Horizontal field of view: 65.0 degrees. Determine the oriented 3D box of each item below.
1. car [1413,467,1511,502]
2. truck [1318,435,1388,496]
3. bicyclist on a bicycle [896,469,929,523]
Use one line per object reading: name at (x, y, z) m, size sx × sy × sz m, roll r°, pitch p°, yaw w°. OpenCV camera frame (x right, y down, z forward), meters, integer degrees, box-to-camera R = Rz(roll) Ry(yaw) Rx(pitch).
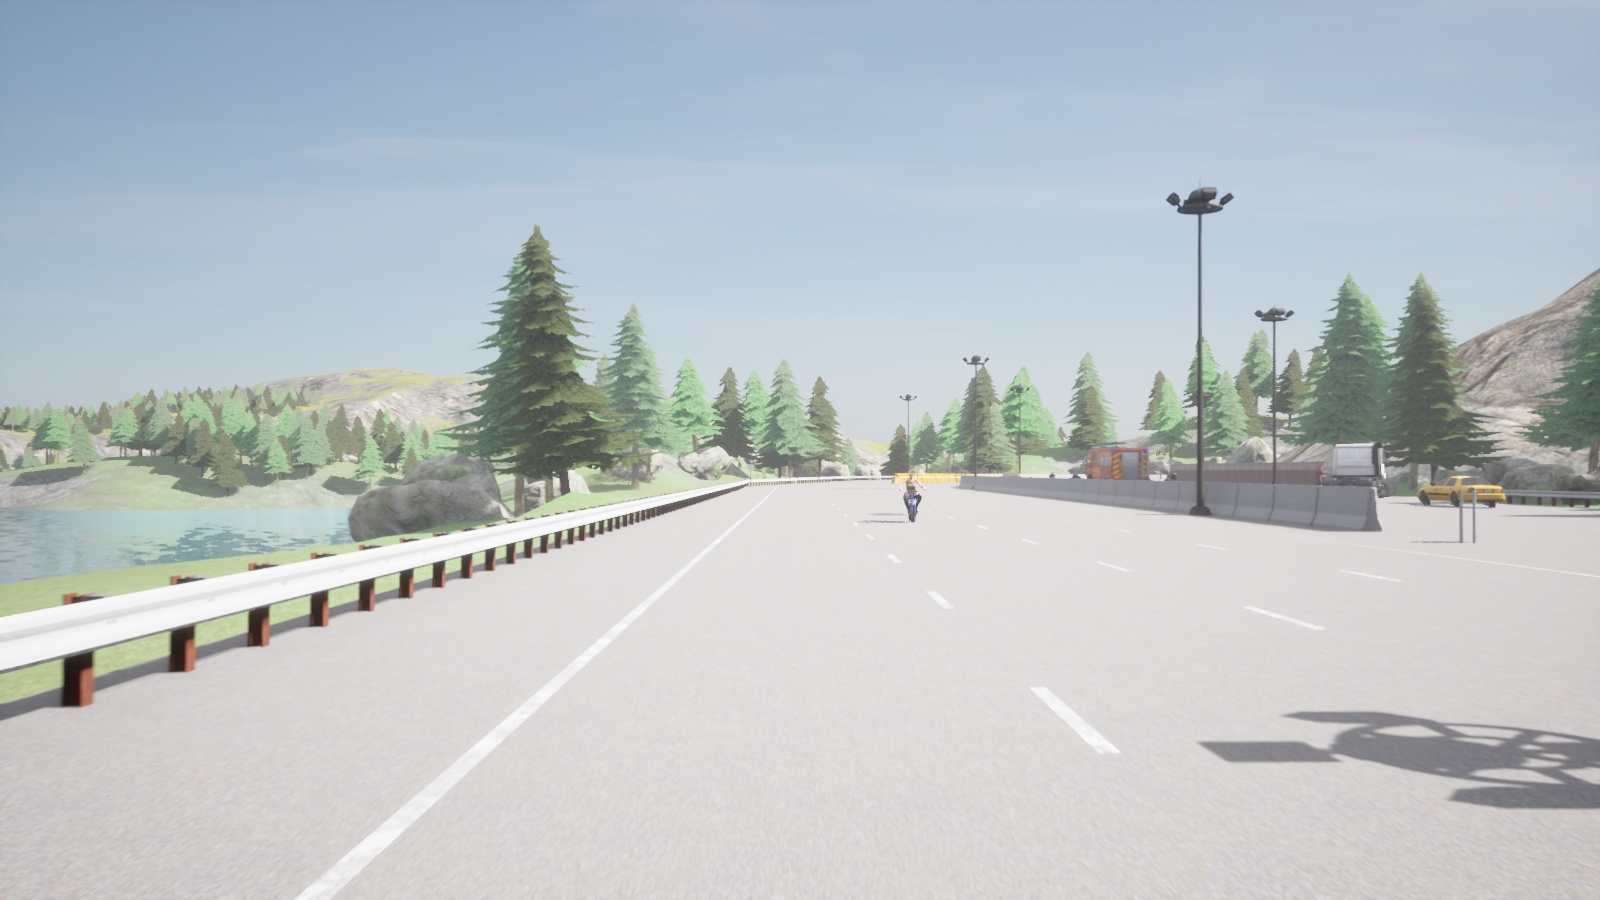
car at (31.360, 1.627, 59.666) m, size 1.801 × 1.575 × 5.366 m, roll 0°, pitch -1°, yaw 0°
truck at (33.332, 0.963, 75.525) m, size 2.891 × 3.462 × 7.936 m, roll -1°, pitch -1°, yaw 31°
bicyclist on a bicycle at (3.405, 1.375, 38.075) m, size 0.866 × 1.612 × 1.509 m, roll 0°, pitch -1°, yaw 0°
